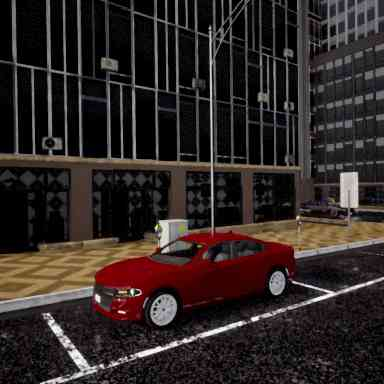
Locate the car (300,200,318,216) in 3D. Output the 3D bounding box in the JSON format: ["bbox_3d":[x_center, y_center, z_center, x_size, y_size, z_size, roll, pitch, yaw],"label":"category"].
[{"bbox_3d":[8.904,1.452,30.775,2.008,1.369,4.403,-1,1,-35],"label":"car"}]

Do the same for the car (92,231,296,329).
[{"bbox_3d":[0.246,1.544,6.900,4.507,1.381,1.887,0,-1,-35],"label":"car"}]

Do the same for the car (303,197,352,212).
[{"bbox_3d":[14.898,1.276,36.726,1.752,1.417,4.829,-1,1,-35],"label":"car"}]

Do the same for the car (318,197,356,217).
[{"bbox_3d":[12.094,1.423,30.646,2.033,1.411,5.357,-1,1,-35],"label":"car"}]
